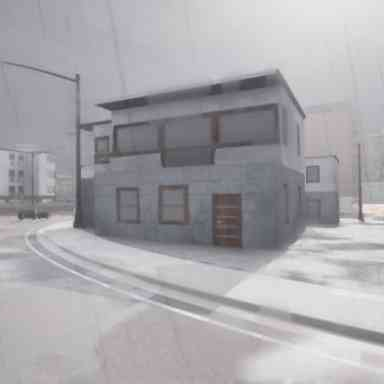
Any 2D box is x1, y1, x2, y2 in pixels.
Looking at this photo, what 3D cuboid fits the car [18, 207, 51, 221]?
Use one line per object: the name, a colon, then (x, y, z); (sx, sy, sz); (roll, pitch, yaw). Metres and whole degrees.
car: (-17.889, 2.501, 37.955); (2.128, 1.511, 4.902); (-1, -2, 2)
